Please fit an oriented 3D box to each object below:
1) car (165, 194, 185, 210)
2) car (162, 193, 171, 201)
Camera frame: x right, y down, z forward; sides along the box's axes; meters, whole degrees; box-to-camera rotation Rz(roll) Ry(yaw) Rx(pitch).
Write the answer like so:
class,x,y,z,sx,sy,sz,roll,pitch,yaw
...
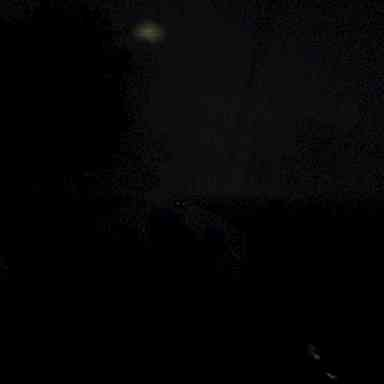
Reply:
class,x,y,z,sx,sy,sz,roll,pitch,yaw
car,-1.792,1.280,39.048,2.033,1.411,5.357,0,1,-5
car,-4.811,0.919,65.116,2.033,1.411,5.357,0,1,-8
